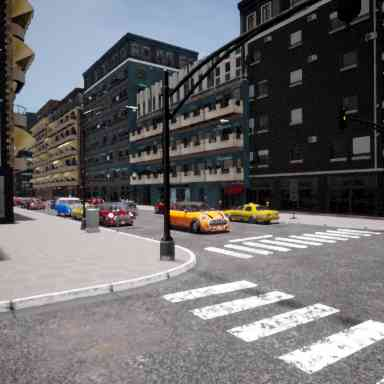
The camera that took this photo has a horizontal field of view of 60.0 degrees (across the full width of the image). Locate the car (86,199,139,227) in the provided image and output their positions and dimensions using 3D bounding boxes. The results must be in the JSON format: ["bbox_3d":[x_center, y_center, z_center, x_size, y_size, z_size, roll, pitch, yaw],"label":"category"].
[{"bbox_3d":[-5.787,1.553,23.965,1.967,1.590,4.097,-1,1,-35],"label":"car"}]

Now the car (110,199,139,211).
[{"bbox_3d":[-8.603,1.581,42.348,2.008,1.369,4.403,-1,1,-35],"label":"car"}]

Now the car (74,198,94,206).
[{"bbox_3d":[-18.243,1.643,55.865,1.947,1.339,4.313,-1,1,-35],"label":"car"}]

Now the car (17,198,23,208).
[{"bbox_3d":[-25.065,1.769,51.000,1.947,1.339,4.313,-1,1,-35],"label":"car"}]

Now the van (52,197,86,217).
[{"bbox_3d":[-12.215,1.483,32.975,1.690,1.788,3.998,-1,1,-35],"label":"van"}]

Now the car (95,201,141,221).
[{"bbox_3d":[-6.701,1.635,29.710,2.033,1.411,5.357,-1,0,-35],"label":"car"}]

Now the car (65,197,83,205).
[{"bbox_3d":[-21.456,1.645,60.371,2.008,1.369,4.403,-1,1,-35],"label":"car"}]

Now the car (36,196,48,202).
[{"bbox_3d":[-37.523,1.728,82.900,1.887,1.381,4.507,-1,1,-35],"label":"car"}]

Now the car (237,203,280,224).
[{"bbox_3d":[4.152,1.498,24.463,1.752,1.417,4.829,-1,1,-35],"label":"car"}]

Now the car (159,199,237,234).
[{"bbox_3d":[0.203,1.409,20.022,2.097,1.767,4.553,-1,0,-35],"label":"car"}]

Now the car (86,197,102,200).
[{"bbox_3d":[-15.031,1.502,51.358,1.967,1.590,4.097,-1,1,-35],"label":"car"}]

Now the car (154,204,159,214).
[{"bbox_3d":[-2.177,1.441,33.335,1.967,1.590,4.097,-1,1,-35],"label":"car"}]

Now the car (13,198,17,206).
[{"bbox_3d":[-31.492,1.782,60.012,1.887,1.381,4.507,-1,1,-35],"label":"car"}]

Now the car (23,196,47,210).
[{"bbox_3d":[-21.854,1.628,46.494,1.967,1.590,4.097,-1,1,-35],"label":"car"}]

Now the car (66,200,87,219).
[{"bbox_3d":[-8.900,1.652,28.333,1.752,1.417,4.829,-1,1,-35],"label":"car"}]
